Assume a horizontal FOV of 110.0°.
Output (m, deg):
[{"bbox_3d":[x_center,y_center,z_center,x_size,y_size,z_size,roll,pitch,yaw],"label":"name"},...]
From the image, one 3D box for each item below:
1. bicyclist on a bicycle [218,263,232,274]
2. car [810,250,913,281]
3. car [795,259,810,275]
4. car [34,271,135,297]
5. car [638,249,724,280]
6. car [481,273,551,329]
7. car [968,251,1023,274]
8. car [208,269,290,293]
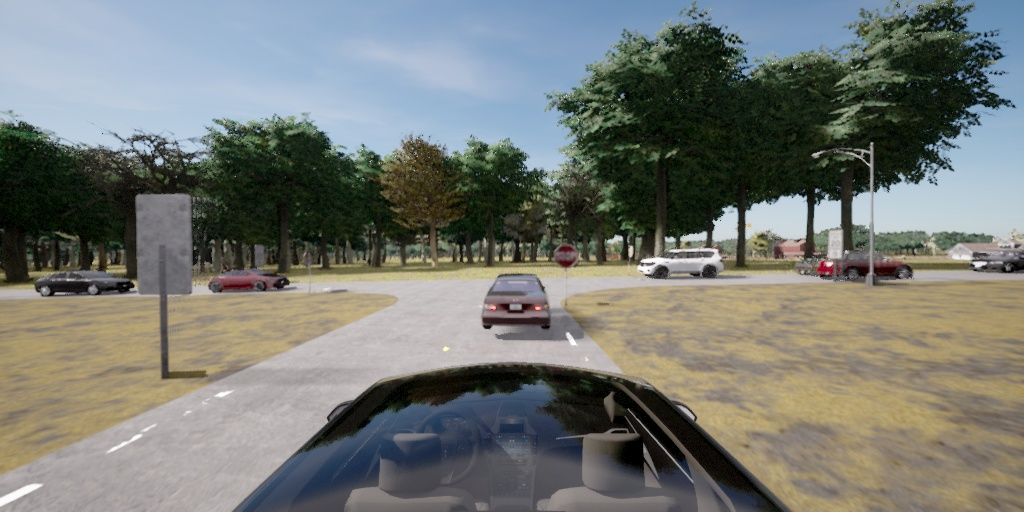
[{"bbox_3d":[-22.617,1.412,28.338,0.582,1.620,1.656,-1,0,0],"label":"bicyclist on a bicycle"},{"bbox_3d":[21.837,0.537,22.275,4.553,1.767,2.097,-1,1,0],"label":"car"},{"bbox_3d":[22.649,0.463,25.209,4.553,1.767,2.097,-1,1,0],"label":"car"},{"bbox_3d":[-26.592,1.660,22.377,4.892,1.490,1.837,-1,1,0],"label":"car"},{"bbox_3d":[11.830,0.527,25.241,5.566,2.045,2.150,-1,1,0],"label":"car"},{"bbox_3d":[0.174,1.229,10.939,2.033,1.411,5.357,0,0,2],"label":"car"},{"bbox_3d":[35.248,0.397,25.184,4.902,1.511,2.128,-1,1,0],"label":"car"},{"bbox_3d":[-16.307,1.483,22.346,4.181,1.385,1.994,-1,1,0],"label":"car"}]
